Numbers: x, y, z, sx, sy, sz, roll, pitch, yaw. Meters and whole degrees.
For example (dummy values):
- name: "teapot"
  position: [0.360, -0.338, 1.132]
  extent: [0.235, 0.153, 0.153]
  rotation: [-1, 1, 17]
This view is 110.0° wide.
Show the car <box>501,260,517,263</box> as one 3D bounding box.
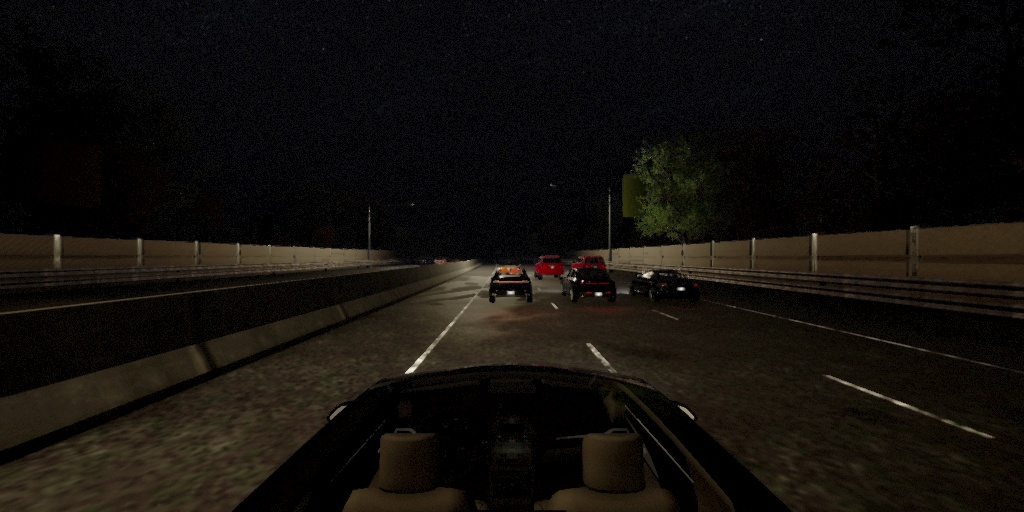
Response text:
- name: "car"
  position: [-0.253, 1.125, 31.704]
  extent: [2.097, 1.767, 4.553]
  rotation: [0, 0, -1]

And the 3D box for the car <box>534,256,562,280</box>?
- name: "car"
  position: [3.245, 1.018, 31.824]
  extent: [2.150, 2.045, 5.566]
  rotation: [0, 0, -1]

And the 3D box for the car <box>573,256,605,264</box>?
- name: "car"
  position: [6.745, 1.019, 31.883]
  extent: [2.150, 2.045, 5.566]
  rotation: [0, 0, -1]

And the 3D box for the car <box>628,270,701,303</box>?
- name: "car"
  position: [6.936, 1.327, 16.748]
  extent: [1.994, 1.385, 4.181]
  rotation: [0, 0, 0]

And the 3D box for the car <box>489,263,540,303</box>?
- name: "car"
  position: [-0.064, 1.249, 16.689]
  extent: [2.128, 1.511, 4.902]
  rotation: [0, 0, 0]

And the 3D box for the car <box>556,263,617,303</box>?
- name: "car"
  position: [3.436, 1.271, 16.718]
  extent: [1.837, 1.490, 4.892]
  rotation: [0, 0, 0]
